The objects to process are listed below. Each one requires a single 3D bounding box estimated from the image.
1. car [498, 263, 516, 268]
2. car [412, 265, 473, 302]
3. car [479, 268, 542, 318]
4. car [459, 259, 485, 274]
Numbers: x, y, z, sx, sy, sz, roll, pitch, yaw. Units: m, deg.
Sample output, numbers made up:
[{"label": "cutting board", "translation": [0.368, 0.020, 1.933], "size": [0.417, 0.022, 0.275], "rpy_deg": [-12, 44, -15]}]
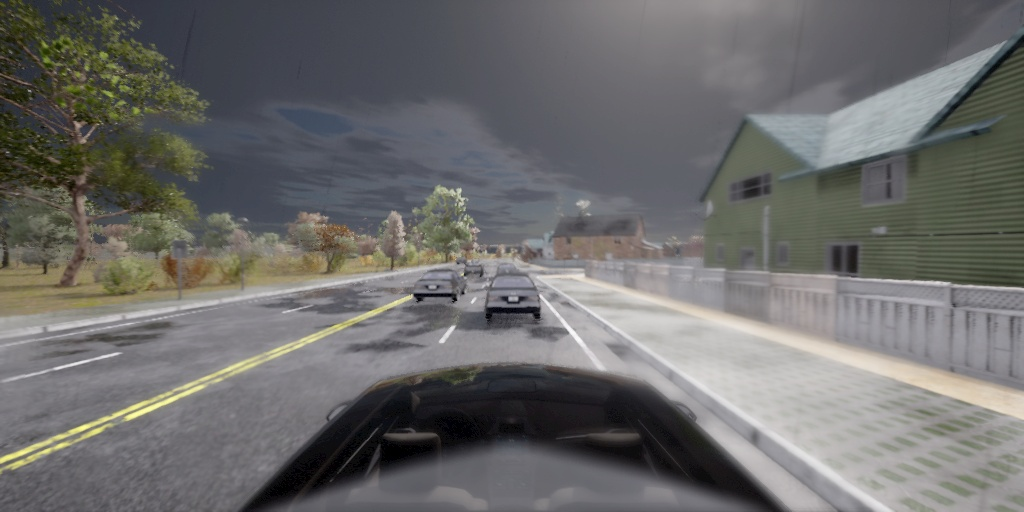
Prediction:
[{"label": "car", "translation": [-0.432, 1.359, 32.194], "size": [2.033, 1.411, 5.357], "rpy_deg": [0, 0, -2]}, {"label": "car", "translation": [-3.300, 1.334, 17.195], "size": [2.033, 1.411, 5.357], "rpy_deg": [0, 0, -1]}, {"label": "car", "translation": [0.011, 1.323, 13.110], "size": [2.033, 1.411, 5.357], "rpy_deg": [0, 0, -1]}, {"label": "car", "translation": [-3.838, 1.316, 36.860], "size": [2.128, 1.511, 4.902], "rpy_deg": [0, 0, -2]}]
